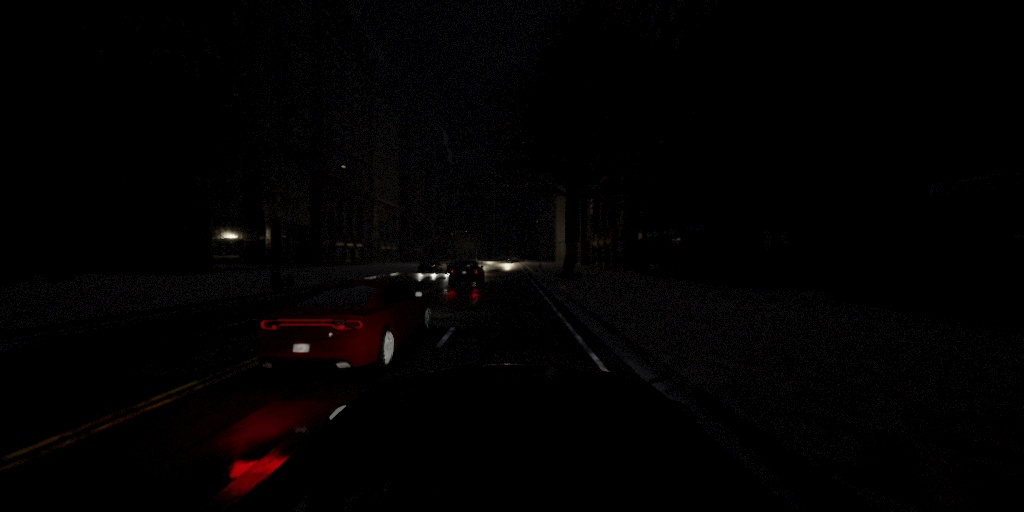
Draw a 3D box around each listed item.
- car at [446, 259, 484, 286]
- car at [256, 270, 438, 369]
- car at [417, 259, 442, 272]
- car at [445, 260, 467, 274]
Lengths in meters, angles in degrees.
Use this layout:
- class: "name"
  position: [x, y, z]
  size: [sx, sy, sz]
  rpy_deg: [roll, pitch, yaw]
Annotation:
- class: "car"
  position: [-3.152, 1.108, 25.710]
  size: [2.097, 1.767, 4.553]
  rpy_deg: [0, 0, 0]
- class: "car"
  position: [-3.150, 1.229, 7.836]
  size: [1.882, 1.535, 5.008]
  rpy_deg: [0, 0, 0]
- class: "car"
  position: [-9.839, 1.114, 43.078]
  size: [2.097, 1.767, 4.553]
  rpy_deg: [0, 0, 0]
- class: "car"
  position: [-6.592, 1.265, 42.385]
  size: [1.837, 1.490, 4.892]
  rpy_deg: [0, 0, 0]
